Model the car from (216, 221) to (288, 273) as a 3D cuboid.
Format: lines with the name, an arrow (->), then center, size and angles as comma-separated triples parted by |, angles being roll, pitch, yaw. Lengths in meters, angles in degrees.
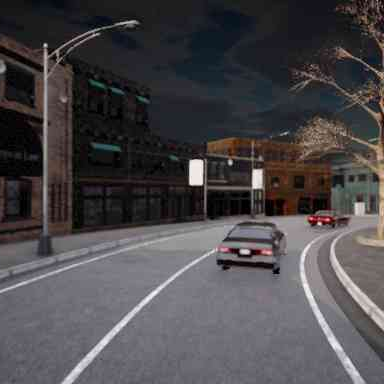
car -> 2.223, 1.735, 11.521 | 2.033, 1.411, 5.357 | 0, -1, 18

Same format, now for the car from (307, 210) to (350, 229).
car -> 11.021, 2.124, 26.511 | 1.895, 1.301, 4.718 | 1, -1, 42
